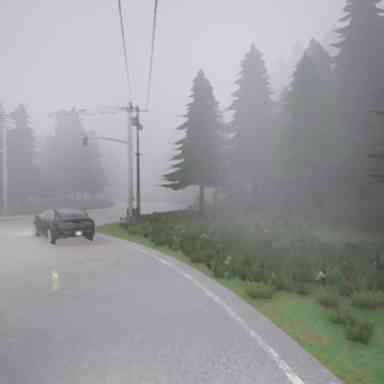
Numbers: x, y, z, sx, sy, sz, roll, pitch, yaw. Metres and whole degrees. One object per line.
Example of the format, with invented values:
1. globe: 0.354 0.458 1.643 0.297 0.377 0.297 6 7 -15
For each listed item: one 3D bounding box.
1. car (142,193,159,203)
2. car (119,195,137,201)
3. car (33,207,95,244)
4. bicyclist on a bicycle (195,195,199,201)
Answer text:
1. car: -7.776 1.084 61.843 2.097 1.767 4.553 -1 0 -24
2. car: -13.404 1.332 70.086 1.895 1.301 4.718 -1 0 -45
3. car: -6.177 1.476 15.837 1.837 1.490 4.892 0 0 -37
4. bicyclist on a bicycle: 0.675 1.176 34.785 1.656 1.620 0.582 -4 -1 12
